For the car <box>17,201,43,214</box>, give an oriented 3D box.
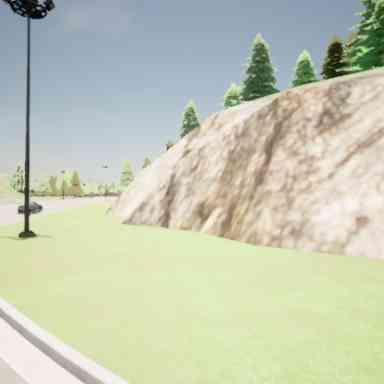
[{"bbox_3d":[-19.194,1.807,39.539,2.033,1.411,5.357,0,-1,-12],"label":"car"}]
